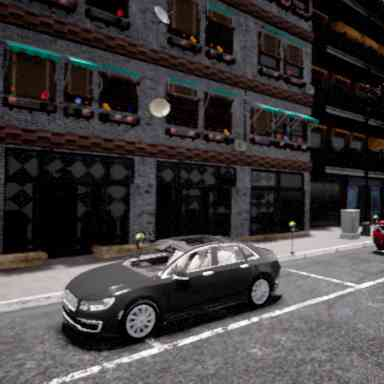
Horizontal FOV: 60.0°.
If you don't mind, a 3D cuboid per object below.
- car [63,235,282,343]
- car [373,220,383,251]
[{"bbox_3d":[-0.141,1.562,6.403,4.403,1.369,2.008,0,1,-35],"label":"car"},{"bbox_3d":[9.137,1.360,13.017,5.009,1.841,2.192,0,1,-35],"label":"car"}]
